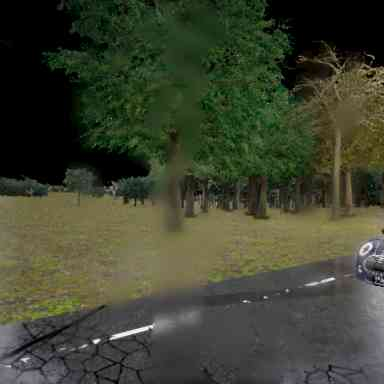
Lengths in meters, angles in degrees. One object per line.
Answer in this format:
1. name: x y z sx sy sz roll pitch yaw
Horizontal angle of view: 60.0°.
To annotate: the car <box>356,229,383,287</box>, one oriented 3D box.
1. car: 6.102 1.350 8.323 4.553 1.767 2.097 0 0 -35
